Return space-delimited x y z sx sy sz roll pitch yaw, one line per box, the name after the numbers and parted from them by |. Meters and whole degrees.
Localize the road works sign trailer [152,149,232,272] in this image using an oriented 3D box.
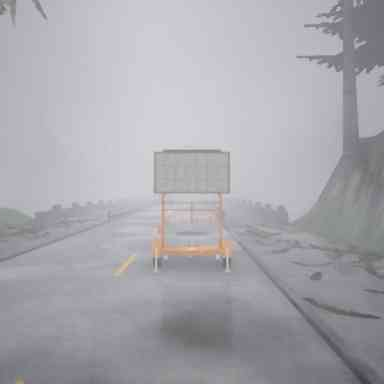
-0.004 0.448 10.647 2.380 3.560 2.880 0 0 0 | road works sign trailer

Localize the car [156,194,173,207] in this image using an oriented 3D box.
-4.108 1.146 50.540 2.150 2.045 5.566 0 0 0 | car
